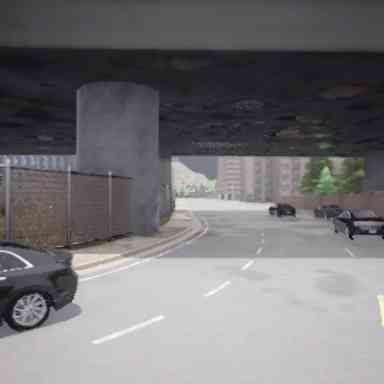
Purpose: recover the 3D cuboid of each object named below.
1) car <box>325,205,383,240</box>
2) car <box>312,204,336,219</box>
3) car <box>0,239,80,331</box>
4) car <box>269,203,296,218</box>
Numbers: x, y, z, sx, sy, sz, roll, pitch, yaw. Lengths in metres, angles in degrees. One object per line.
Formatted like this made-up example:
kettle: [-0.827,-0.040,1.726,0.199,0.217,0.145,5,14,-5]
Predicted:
car: [9.235,1.747,18.603,2.128,1.511,4.902,0,-1,10]
car: [13.407,1.943,32.540,1.837,1.490,4.892,0,-1,-1]
car: [-4.313,1.561,5.256,4.892,1.490,1.837,1,1,-42]
car: [9.841,1.956,36.526,1.882,1.535,5.008,0,0,-1]
